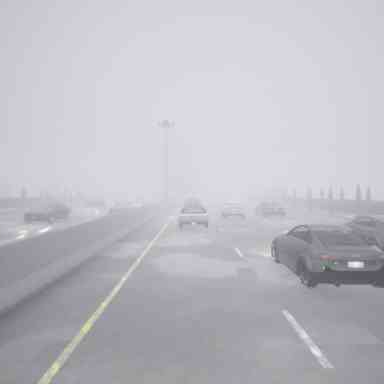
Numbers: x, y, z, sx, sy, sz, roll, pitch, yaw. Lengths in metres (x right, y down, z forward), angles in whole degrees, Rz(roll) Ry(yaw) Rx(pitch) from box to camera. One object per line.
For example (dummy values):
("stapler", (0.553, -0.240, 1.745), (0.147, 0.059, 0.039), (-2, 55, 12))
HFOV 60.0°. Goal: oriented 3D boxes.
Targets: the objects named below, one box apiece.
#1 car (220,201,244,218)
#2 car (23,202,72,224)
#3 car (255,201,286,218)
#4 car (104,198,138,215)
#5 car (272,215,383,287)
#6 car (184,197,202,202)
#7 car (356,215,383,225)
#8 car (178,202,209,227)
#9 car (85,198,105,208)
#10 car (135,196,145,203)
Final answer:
("car", (3.586, 1.527, 30.174), (1.812, 1.442, 4.674), (0, 0, 0))
("car", (-10.599, 1.478, 24.715), (1.882, 1.535, 5.008), (0, 0, 0))
("car", (7.100, 1.549, 30.517), (2.033, 1.411, 5.357), (0, 0, 0))
("car", (-7.097, 1.602, 33.773), (1.895, 1.301, 4.718), (0, 0, 0))
("car", (3.600, 1.565, 9.314), (1.994, 1.385, 4.181), (0, 0, 0))
("car", (0.099, 1.354, 40.708), (2.097, 1.767, 4.553), (0, 0, 0))
("car", (7.100, 1.565, 12.732), (1.994, 1.385, 4.181), (0, 0, 0))
("car", (0.099, 1.602, 22.405), (1.895, 1.301, 4.718), (0, 0, 0))
("car", (-14.069, 1.602, 48.813), (1.895, 1.301, 4.718), (0, 0, 0))
("car", (-10.504, 1.470, 66.702), (2.128, 1.511, 4.902), (0, 0, 0))
